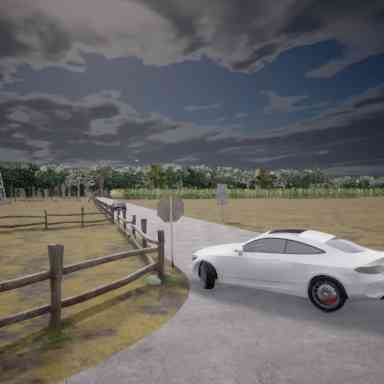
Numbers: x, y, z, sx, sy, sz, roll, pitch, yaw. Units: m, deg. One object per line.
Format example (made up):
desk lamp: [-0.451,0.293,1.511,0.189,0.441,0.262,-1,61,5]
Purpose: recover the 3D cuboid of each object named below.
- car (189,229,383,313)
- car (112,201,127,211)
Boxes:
car: [2.080,1.618,7.877,4.674,1.442,1.812,-2,0,37]
car: [-10.894,1.990,49.471,2.033,1.411,5.357,-2,0,-18]
